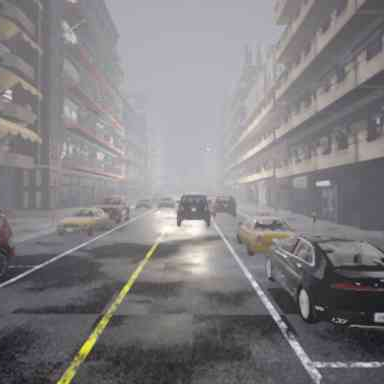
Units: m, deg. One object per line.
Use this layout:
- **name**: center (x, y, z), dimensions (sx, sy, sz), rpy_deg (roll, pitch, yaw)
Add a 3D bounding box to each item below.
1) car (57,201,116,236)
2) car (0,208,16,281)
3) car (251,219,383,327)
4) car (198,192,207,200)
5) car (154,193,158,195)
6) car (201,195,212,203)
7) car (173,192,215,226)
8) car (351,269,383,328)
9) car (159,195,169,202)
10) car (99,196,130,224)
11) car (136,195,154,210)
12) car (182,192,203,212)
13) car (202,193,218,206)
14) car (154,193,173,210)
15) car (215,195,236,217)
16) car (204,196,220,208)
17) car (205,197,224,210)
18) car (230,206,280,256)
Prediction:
- **car**: center (-5.680, 1.440, 17.853), dimensions (1.752, 1.417, 4.829), rpy_deg (1, 0, 0)
- **car**: center (-5.677, 1.282, 6.887), dimensions (2.192, 1.841, 5.009), rpy_deg (1, 0, 0)
- **car**: center (2.701, 1.517, 6.855), dimensions (2.008, 1.369, 4.403), rpy_deg (1, 0, 0)
- **car**: center (2.701, 0.932, 84.804), dimensions (2.192, 1.841, 5.009), rpy_deg (1, 0, 0)
- **car**: center (-5.678, 1.053, 56.997), dimensions (2.192, 1.841, 5.009), rpy_deg (1, 0, 0)
- **car**: center (2.699, 1.279, 62.533), dimensions (1.947, 1.339, 4.313), rpy_deg (1, 0, 0)
- **car**: center (0.107, 1.116, 22.452), dimensions (2.150, 2.045, 5.566), rpy_deg (0, 0, 0)
- **car**: center (2.700, 1.544, 1.287), dimensions (2.008, 1.369, 4.403), rpy_deg (1, 0, 0)
- **car**: center (-5.682, 1.271, 68.134), dimensions (1.802, 1.307, 4.206), rpy_deg (1, 0, 0)
- **car**: center (-5.677, 1.203, 23.590), dimensions (2.192, 1.841, 5.009), rpy_deg (1, 0, 0)
- **car**: center (-5.681, 1.378, 40.296), dimensions (1.947, 1.339, 4.313), rpy_deg (1, 0, 0)
- **car**: center (0.075, 1.050, 37.098), dimensions (2.150, 2.045, 5.566), rpy_deg (0, 1, 0)
- **car**: center (2.702, 1.077, 51.395), dimensions (2.192, 1.841, 5.009), rpy_deg (1, 0, 0)
- **car**: center (-3.090, 1.290, 40.208), dimensions (1.882, 1.535, 5.008), rpy_deg (0, 0, 0)
- **car**: center (2.703, 1.178, 29.125), dimensions (2.192, 1.841, 5.009), rpy_deg (1, 0, 0)
- **car**: center (2.699, 1.332, 45.829), dimensions (1.887, 1.381, 4.507), rpy_deg (1, 0, 0)
- **car**: center (2.700, 1.363, 40.262), dimensions (2.008, 1.369, 4.403), rpy_deg (1, 0, 0)
- **car**: center (2.701, 1.465, 12.592), dimensions (1.752, 1.417, 4.829), rpy_deg (1, 0, 0)
